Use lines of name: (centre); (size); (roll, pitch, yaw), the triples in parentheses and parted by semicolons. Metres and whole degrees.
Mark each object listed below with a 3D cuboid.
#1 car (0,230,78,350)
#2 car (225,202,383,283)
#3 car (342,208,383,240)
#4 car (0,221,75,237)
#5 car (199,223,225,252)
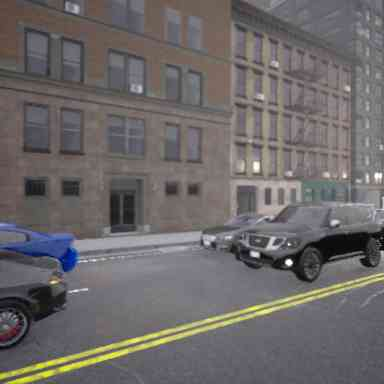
car: (-4.201, 1.515, 4.667); (4.674, 1.442, 1.812); (1, -1, -37)
car: (3.923, 1.343, 10.465); (5.566, 2.045, 2.150); (1, -1, -36)
car: (11.081, 1.776, 19.567); (4.892, 1.490, 1.837); (1, -1, -35)
car: (-5.320, 1.479, 7.855); (5.008, 1.535, 1.882); (1, -1, -35)
car: (2.550, 1.622, 13.475); (4.902, 1.511, 2.128); (1, -1, -35)
